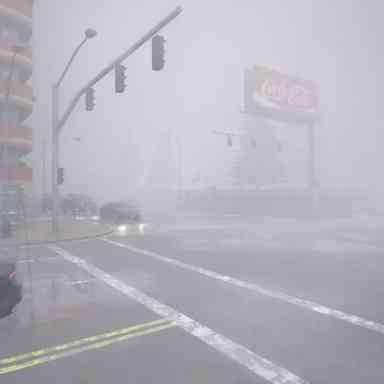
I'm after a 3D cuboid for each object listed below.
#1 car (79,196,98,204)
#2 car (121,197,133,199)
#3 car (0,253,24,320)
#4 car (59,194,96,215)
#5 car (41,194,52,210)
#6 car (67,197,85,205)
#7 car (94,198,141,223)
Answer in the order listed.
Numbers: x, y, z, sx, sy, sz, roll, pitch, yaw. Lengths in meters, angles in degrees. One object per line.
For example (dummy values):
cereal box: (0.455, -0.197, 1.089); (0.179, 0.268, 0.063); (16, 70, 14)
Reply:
car: (-19.973, 1.477, 64.047); (1.882, 1.535, 5.008); (0, 0, -36)
car: (-10.185, 1.504, 50.446); (1.837, 1.490, 4.892); (0, 0, -36)
car: (-5.097, 1.507, 4.660); (4.892, 1.490, 1.837); (1, 0, -35)
car: (-11.645, 1.221, 34.161); (2.150, 2.045, 5.566); (0, 0, -36)
car: (-17.801, 1.221, 42.734); (2.150, 2.045, 5.566); (0, 0, -35)
car: (-20.554, 1.564, 58.864); (1.994, 1.385, 4.181); (0, 0, -36)
car: (-5.649, 1.505, 25.824); (1.837, 1.490, 4.892); (0, 0, -36)
